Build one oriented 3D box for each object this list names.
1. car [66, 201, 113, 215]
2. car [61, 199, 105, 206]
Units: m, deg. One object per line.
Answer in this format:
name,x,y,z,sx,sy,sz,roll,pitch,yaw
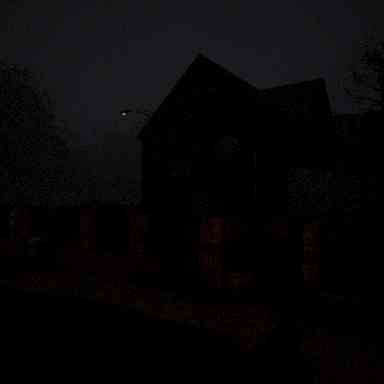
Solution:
car,-10.996,1.694,36.094,1.895,1.301,4.718,0,0,35
car,-10.402,1.429,31.306,2.097,1.767,4.553,0,0,35
